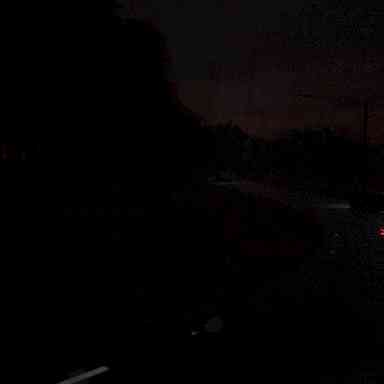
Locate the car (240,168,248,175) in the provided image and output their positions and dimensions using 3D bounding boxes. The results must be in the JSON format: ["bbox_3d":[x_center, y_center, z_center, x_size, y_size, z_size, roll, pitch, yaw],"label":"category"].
[{"bbox_3d":[12.264,-4.797,78.262,1.970,1.475,3.806,-1,3,12],"label":"car"}]

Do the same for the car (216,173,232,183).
[{"bbox_3d":[5.187,-2.401,54.568,1.812,1.442,4.674,-2,6,-7],"label":"car"}]

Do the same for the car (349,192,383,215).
[{"bbox_3d":[13.350,0.738,24.683,1.837,1.490,4.892,-1,4,5],"label":"car"}]
